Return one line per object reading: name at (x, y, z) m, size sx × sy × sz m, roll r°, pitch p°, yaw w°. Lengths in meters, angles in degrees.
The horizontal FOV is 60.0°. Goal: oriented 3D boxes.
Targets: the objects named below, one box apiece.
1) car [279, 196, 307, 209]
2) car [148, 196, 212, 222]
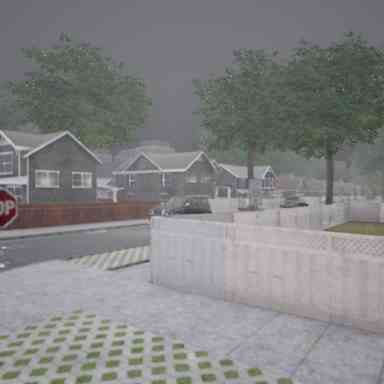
car at (13.250, 1.479, 43.190) m, size 2.150 × 2.045 × 5.566 m, roll 0°, pitch -1°, yaw 36°
car at (-0.702, 1.325, 23.719) m, size 2.150 × 2.045 × 5.566 m, roll 0°, pitch 0°, yaw 35°
